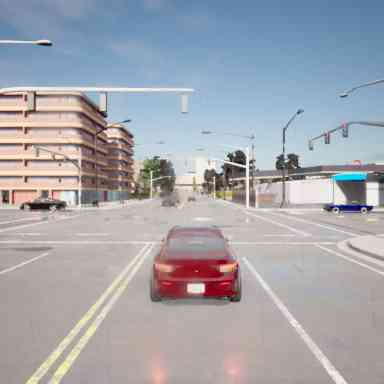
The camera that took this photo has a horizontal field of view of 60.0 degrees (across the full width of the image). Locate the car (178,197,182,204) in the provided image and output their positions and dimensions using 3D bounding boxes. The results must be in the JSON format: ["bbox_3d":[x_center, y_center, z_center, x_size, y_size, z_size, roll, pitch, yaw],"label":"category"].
[{"bbox_3d":[-3.569,1.351,65.640,2.097,1.767,4.553,0,0,0],"label":"car"}]

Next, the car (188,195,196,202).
[{"bbox_3d":[-0.040,1.540,79.813,2.033,1.411,5.357,0,0,0],"label":"car"}]

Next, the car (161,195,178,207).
[{"bbox_3d":[-3.619,1.502,51.163,1.837,1.490,4.892,0,1,0],"label":"car"}]

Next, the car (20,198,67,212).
[{"bbox_3d":[-16.332,1.411,36.671,4.902,1.511,2.128,1,0,1],"label":"car"}]

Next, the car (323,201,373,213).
[{"bbox_3d":[16.518,1.601,35.454,4.718,1.301,1.895,0,0,1],"label":"car"}]

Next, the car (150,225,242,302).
[{"bbox_3d":[0.078,1.526,8.149,1.812,1.442,4.674,0,0,0],"label":"car"}]

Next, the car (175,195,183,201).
[{"bbox_3d":[-3.544,1.580,89.288,1.895,1.301,4.718,0,0,0],"label":"car"}]
